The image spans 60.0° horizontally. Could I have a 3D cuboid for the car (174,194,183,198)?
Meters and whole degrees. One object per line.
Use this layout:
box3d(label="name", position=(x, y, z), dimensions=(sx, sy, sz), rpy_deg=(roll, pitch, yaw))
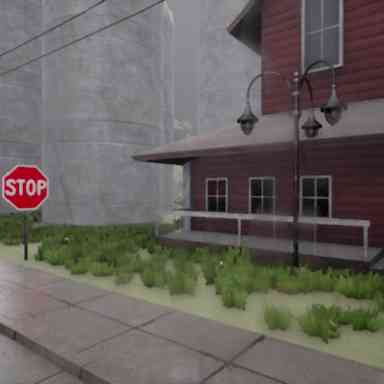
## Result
box3d(label="car", position=(-3.394, 1.233, 86.129), dimensions=(4.193, 1.474, 1.816), rpy_deg=(0, 0, 37))
